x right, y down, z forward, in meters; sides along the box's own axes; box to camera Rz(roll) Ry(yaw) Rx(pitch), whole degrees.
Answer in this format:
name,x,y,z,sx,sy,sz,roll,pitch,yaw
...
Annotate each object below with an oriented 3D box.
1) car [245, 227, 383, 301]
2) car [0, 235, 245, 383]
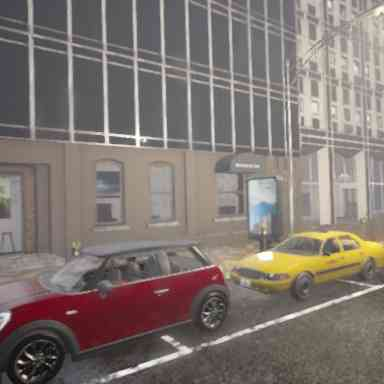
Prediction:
name,x,y,z,sx,sy,sz,roll,pitch,yaw
car,3.147,1.629,8.584,4.829,1.417,1.752,-1,-1,-34
car,-1.383,1.607,5.504,4.097,1.590,1.967,-1,-1,-34
